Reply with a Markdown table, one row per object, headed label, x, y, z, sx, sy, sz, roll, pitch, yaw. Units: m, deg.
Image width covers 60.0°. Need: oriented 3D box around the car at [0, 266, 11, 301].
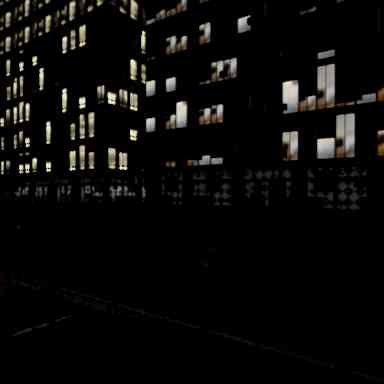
| label | x | y | z | sx | sy | sz | roll | pitch | yaw |
| --- | --- | --- | --- | --- | --- | --- | --- | --- | --- |
| car | -5.587 | 1.526 | 6.871 | 4.829 | 1.417 | 1.752 | 0 | 0 | 36 |
